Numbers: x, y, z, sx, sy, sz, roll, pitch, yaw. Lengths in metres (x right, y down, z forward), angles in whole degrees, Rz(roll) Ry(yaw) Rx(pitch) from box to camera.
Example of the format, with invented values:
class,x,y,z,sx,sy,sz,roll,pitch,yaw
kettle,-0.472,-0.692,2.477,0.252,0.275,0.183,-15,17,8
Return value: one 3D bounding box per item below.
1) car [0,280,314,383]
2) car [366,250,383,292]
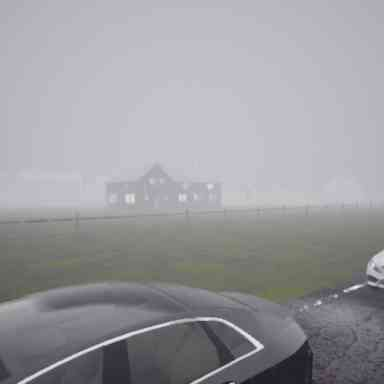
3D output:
class,x,y,z,sx,sy,sz,roll,pitch,yaw
car,-1.050,1.551,2.248,4.892,1.490,1.837,0,-1,-40
car,6.075,1.600,8.227,4.674,1.442,1.812,0,-1,-40
